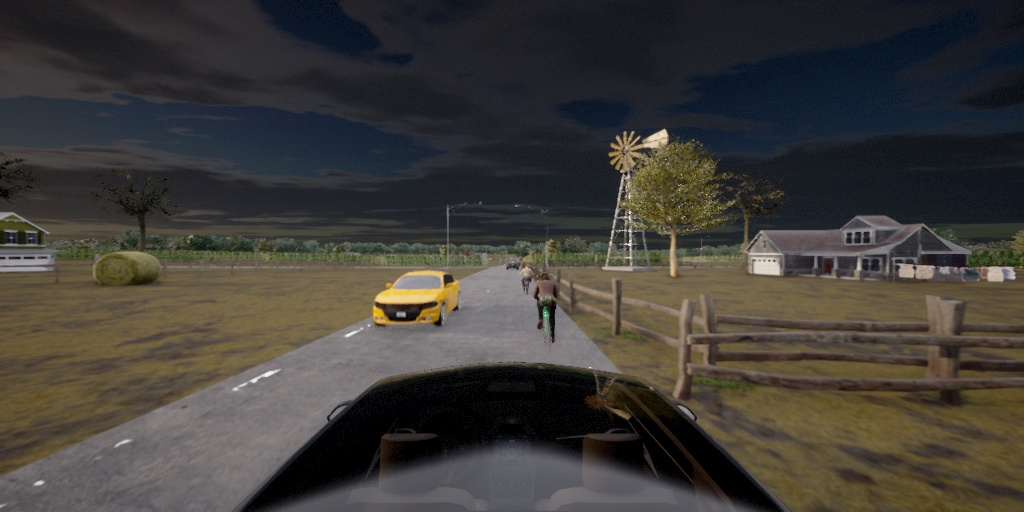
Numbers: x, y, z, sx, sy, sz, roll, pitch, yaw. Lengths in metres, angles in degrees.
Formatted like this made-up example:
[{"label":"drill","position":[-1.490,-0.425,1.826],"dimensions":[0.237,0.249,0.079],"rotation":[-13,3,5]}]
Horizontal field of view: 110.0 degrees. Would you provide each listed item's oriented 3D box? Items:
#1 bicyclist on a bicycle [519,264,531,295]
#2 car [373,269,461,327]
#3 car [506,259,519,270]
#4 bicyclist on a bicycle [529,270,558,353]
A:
[{"label":"bicyclist on a bicycle","position":[0.784,1.204,19.081],"dimensions":[0.866,1.612,1.509],"rotation":[0,0,0]},{"label":"car","position":[-2.852,1.234,11.723],"dimensions":[1.882,1.535,5.008],"rotation":[0,0,0]},{"label":"car","position":[0.091,1.481,63.019],"dimensions":[2.097,1.767,4.553],"rotation":[0,0,0]},{"label":"bicyclist on a bicycle","position":[0.758,1.206,7.950],"dimensions":[0.582,1.620,1.656],"rotation":[0,0,0]}]
